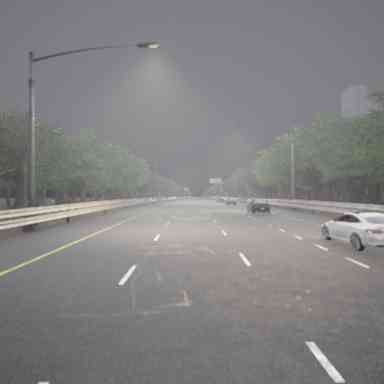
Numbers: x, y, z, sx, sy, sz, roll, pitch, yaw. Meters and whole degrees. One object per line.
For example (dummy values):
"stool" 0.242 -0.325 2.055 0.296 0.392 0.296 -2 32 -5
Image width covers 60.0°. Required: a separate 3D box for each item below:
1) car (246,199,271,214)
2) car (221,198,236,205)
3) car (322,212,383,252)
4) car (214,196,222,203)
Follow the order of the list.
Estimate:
"car" 7.081 1.537 35.778 1.882 1.535 5.008 0 0 0
"car" 7.236 1.899 63.502 1.895 1.301 4.718 0 -1 0
"car" 7.023 1.533 13.753 1.812 1.442 4.674 0 0 0
"car" 7.451 2.154 88.467 1.812 1.442 4.674 0 -1 1
